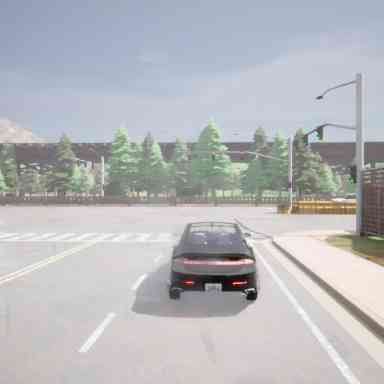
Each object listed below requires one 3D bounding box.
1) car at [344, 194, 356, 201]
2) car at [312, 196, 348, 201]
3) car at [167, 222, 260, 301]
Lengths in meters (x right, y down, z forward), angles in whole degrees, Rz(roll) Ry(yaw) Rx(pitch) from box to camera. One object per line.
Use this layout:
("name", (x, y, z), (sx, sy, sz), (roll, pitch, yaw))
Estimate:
("car", (19.831, 1.222, 41.332), (5.566, 2.045, 2.150), (0, 0, 2))
("car", (14.550, 1.491, 37.950), (4.902, 1.511, 2.128), (0, 0, 1))
("car", (0.511, 1.492, 8.374), (2.128, 1.511, 4.902), (0, 0, 3))
